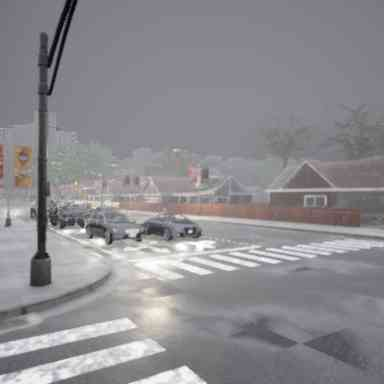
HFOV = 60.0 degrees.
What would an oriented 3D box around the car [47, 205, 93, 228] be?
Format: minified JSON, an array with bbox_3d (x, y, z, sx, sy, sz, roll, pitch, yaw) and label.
[{"bbox_3d":[-9.937,2.026,26.572,2.033,1.411,5.357,1,-1,-33],"label":"car"}]

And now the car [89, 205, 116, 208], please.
[{"bbox_3d":[-6.761,2.053,27.654,2.033,1.411,5.357,1,-1,-34],"label":"car"}]

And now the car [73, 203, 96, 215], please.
[{"bbox_3d":[-15.138,2.369,46.710,1.812,1.442,4.674,1,-1,-33],"label":"car"}]

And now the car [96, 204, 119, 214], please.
[{"bbox_3d":[-12.365,2.481,48.386,1.895,1.301,4.718,1,-1,-33],"label":"car"}]

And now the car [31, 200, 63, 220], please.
[{"bbox_3d":[-15.932,1.862,35.810,2.150,2.045,5.566,1,-1,-33],"label":"car"}]

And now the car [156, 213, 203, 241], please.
[{"bbox_3d":[-1.165,1.917,19.065,1.994,1.385,4.181,1,-1,-33],"label":"car"}]

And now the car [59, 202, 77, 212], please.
[{"bbox_3d":[-20.526,2.488,54.924,1.837,1.490,4.892,1,-1,-33],"label":"car"}]

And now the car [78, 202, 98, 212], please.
[{"bbox_3d":[-17.803,2.499,56.698,1.882,1.535,5.008,1,-1,-33],"label":"car"}]

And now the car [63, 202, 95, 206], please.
[{"bbox_3d":[-12.311,2.158,36.197,1.837,1.490,4.892,1,-1,-33],"label":"car"}]

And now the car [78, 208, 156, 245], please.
[{"bbox_3d":[-4.158,1.813,17.686,2.128,1.511,4.902,1,-1,-34],"label":"car"}]
